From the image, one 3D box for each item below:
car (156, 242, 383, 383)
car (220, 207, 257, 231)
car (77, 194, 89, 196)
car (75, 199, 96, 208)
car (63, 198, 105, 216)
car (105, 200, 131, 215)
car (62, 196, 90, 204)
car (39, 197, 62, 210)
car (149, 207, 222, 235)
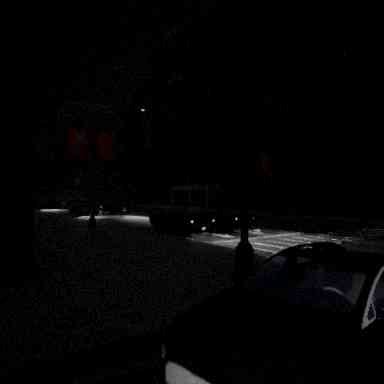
[{"bbox_3d":[1.774,1.490,4.279,4.902,1.511,2.128,0,1,-42],"label":"car"},{"bbox_3d":[1.923,1.659,21.533,1.895,1.301,4.718,0,0,-36],"label":"car"},{"bbox_3d":[-21.898,1.475,66.151,2.150,2.045,5.566,0,0,-36],"label":"car"},{"bbox_3d":[-17.526,1.810,54.501,1.895,1.301,4.718,0,0,-36],"label":"car"},{"bbox_3d":[-11.191,1.668,34.211,2.033,1.411,5.357,0,0,-36],"label":"car"},{"bbox_3d":[-8.258,1.618,35.710,2.128,1.511,4.902,0,0,-36],"label":"car"},{"bbox_3d":[-16.304,1.669,46.995,2.128,1.511,4.902,0,0,-35],"label":"car"},{"bbox_3d":[-20.259,1.743,46.967,1.994,1.385,4.181,0,0,-35],"label":"car"},{"bbox_3d":[-0.655,1.652,19.554,1.895,1.301,4.718,0,0,-36],"label":"car"}]
